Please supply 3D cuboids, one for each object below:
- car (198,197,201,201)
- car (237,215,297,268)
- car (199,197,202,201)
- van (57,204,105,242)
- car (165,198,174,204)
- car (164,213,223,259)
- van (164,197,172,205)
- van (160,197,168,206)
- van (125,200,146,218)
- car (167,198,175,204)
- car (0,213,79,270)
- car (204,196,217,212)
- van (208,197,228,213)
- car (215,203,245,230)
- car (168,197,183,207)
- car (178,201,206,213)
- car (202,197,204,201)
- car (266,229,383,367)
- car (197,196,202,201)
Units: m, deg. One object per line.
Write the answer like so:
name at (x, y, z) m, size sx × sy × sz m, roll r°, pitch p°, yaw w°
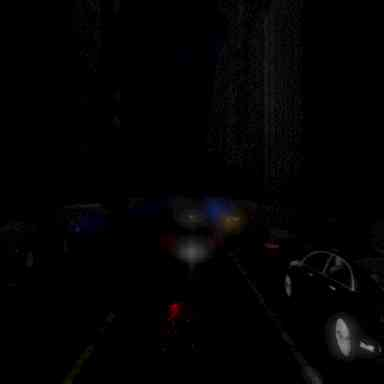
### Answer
car at (2.843, 2.183, 67.903) m, size 2.008 × 1.369 × 4.403 m, roll 0°, pitch -1°, yaw 0°
car at (2.851, 1.693, 11.418) m, size 1.802 × 1.307 × 4.206 m, roll 0°, pitch -1°, yaw 0°
car at (2.844, 2.132, 62.254) m, size 2.008 × 1.369 × 4.403 m, roll 0°, pitch -1°, yaw 0°
van at (-5.677, 1.505, 17.059) m, size 1.690 × 1.788 × 3.998 m, roll 0°, pitch -1°, yaw 0°
car at (-5.684, 2.309, 84.671) m, size 1.752 × 1.417 × 4.829 m, roll 0°, pitch -1°, yaw 0°
car at (0.014, 1.730, 13.255) m, size 1.895 × 1.301 × 4.718 m, roll 0°, pitch -1°, yaw 0°
van at (-5.685, 2.075, 79.194) m, size 1.690 × 1.788 × 3.998 m, roll 0°, pitch -1°, yaw 0°
van at (-5.683, 1.973, 67.896) m, size 1.690 × 1.788 × 3.998 m, roll 0°, pitch -1°, yaw 0°
van at (-5.679, 1.664, 34.005) m, size 1.690 × 1.788 × 3.998 m, roll 0°, pitch -1°, yaw 0°
car at (-5.685, 2.403, 90.489) m, size 1.947 × 1.339 × 4.313 m, roll 0°, pitch -1°, yaw 0°
car at (-5.674, 1.656, 11.408) m, size 1.887 × 1.381 × 4.507 m, roll 0°, pitch -1°, yaw 0°
car at (3.100, 1.652, 44.852) m, size 2.150 × 2.045 × 5.566 m, roll 0°, pitch -1°, yaw 0°
van at (2.846, 1.665, 34.013) m, size 1.690 × 1.788 × 3.998 m, roll 0°, pitch -1°, yaw 0°
car at (2.848, 1.745, 22.885) m, size 1.752 × 1.417 × 4.829 m, roll 0°, pitch -1°, yaw 0°
car at (-3.037, 1.955, 64.628) m, size 2.097 × 1.767 × 4.553 m, roll 0°, pitch -1°, yaw 1°
car at (0.015, 1.779, 28.497) m, size 1.837 × 1.490 × 4.892 m, roll 0°, pitch 0°, yaw 0°
car at (3.099, 1.708, 51.852) m, size 2.150 × 2.045 × 5.566 m, roll 0°, pitch -1°, yaw 0°
car at (2.851, 1.608, 5.770) m, size 2.008 × 1.369 × 4.403 m, roll 0°, pitch -1°, yaw 0°
car at (2.840, 2.226, 84.848) m, size 1.967 × 1.590 × 4.097 m, roll 0°, pitch -1°, yaw 0°
